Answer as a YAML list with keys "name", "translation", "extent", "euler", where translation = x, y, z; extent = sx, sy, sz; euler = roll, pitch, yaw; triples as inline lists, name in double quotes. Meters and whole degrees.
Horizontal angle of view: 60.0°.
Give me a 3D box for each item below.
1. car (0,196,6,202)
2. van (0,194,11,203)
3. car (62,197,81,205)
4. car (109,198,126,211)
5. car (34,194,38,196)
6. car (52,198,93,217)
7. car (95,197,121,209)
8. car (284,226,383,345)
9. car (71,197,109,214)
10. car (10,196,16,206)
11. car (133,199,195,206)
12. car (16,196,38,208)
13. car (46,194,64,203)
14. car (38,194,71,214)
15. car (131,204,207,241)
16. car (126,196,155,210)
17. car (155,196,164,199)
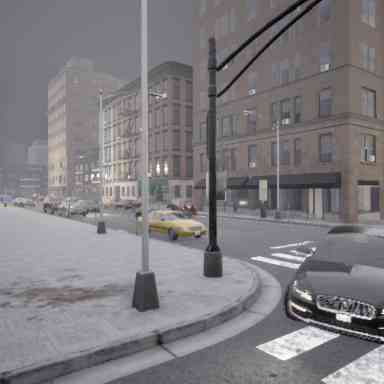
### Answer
- name: "car"
  translation: [-44.402, 1.557, 76.908]
  extent: [2.008, 1.369, 4.403]
  euler: [0, 0, -36]
- name: "van"
  translation: [-37.765, 1.348, 67.734]
  extent: [1.690, 1.788, 3.998]
  euler: [0, 0, -36]
- name: "car"
  translation: [-21.305, 1.520, 58.678]
  extent: [2.008, 1.369, 4.403]
  euler: [0, 0, -36]
- name: "car"
  translation: [-8.028, 1.539, 40.330]
  extent: [1.947, 1.339, 4.313]
  euler: [0, 0, -36]
- name: "car"
  translation: [-34.581, 1.533, 77.026]
  extent: [1.947, 1.339, 4.313]
  euler: [0, 0, -36]
- name: "car"
  translation: [-11.211, 1.565, 31.039]
  extent: [2.008, 1.369, 4.403]
  euler: [0, 0, -36]
- name: "car"
  translation: [-11.447, 1.498, 45.054]
  extent: [1.752, 1.417, 4.829]
  euler: [0, 0, -36]
- name: "car"
  translation: [3.400, 1.514, 6.661]
  extent: [1.837, 1.490, 4.892]
  euler: [4, 1, 32]
- name: "car"
  translation: [-10.705, 1.507, 34.684]
  extent: [1.837, 1.490, 4.892]
  euler: [0, 0, -36]
- name: "car"
  translation: [-27.707, 1.534, 53.836]
  extent: [1.752, 1.417, 4.829]
  euler: [0, 0, -36]
- name: "car"
  translation: [-1.848, 1.481, 22.435]
  extent: [1.882, 1.535, 5.008]
  euler: [0, 0, -36]
- name: "car"
  translation: [-24.487, 1.592, 49.387]
  extent: [1.802, 1.307, 4.206]
  euler: [0, 0, -36]
- name: "car"
  translation: [-27.944, 1.283, 67.850]
  extent: [2.192, 1.841, 5.009]
  euler: [0, 0, -36]
- name: "car"
  translation: [-14.531, 1.328, 35.625]
  extent: [2.192, 1.841, 5.009]
  euler: [0, 0, -36]
- name: "car"
  translation: [-1.154, 1.543, 17.140]
  extent: [1.752, 1.417, 4.829]
  euler: [0, 0, -36]
- name: "car"
  translation: [-4.710, 1.289, 35.742]
  extent: [2.192, 1.841, 5.009]
  euler: [0, 0, -36]
- name: "car"
  translation: [-1.390, 1.416, 31.155]
  extent: [1.967, 1.590, 4.097]
  euler: [0, 0, -36]
